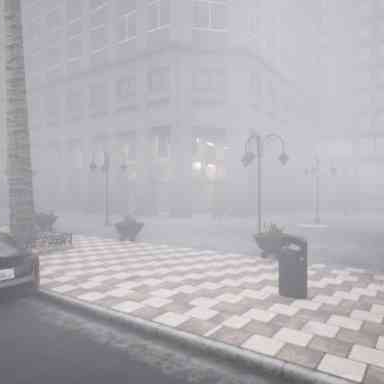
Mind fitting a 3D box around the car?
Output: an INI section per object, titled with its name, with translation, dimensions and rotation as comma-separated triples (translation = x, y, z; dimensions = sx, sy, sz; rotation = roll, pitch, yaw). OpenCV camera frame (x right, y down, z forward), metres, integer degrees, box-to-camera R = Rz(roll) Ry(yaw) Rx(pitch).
[car]
translation = -5.249, 1.512, 7.203
dimensions = 4.786, 1.482, 2.161
rotation = 0, 0, 35
